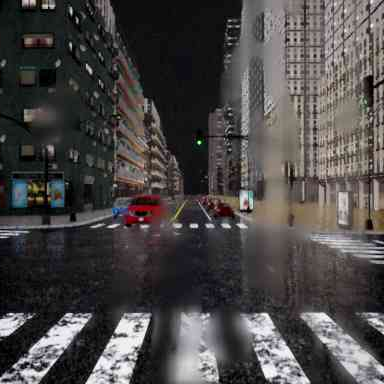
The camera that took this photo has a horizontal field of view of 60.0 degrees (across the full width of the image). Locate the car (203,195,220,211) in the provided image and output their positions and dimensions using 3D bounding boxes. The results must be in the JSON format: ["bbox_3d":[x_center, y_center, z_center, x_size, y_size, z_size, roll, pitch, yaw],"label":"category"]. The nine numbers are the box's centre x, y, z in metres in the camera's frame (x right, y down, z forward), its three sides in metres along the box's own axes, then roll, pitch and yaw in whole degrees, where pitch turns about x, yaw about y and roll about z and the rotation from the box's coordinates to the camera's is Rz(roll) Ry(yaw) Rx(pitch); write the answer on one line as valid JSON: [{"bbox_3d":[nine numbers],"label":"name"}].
[{"bbox_3d":[2.688,1.455,39.834,1.967,1.590,4.097,0,0,0],"label":"car"}]

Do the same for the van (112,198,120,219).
[{"bbox_3d":[-5.689,1.351,28.777,1.690,1.788,3.998,0,0,0],"label":"van"}]

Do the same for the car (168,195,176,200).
[{"bbox_3d":[-5.709,1.639,95.108,1.947,1.339,4.313,0,0,0],"label":"car"}]

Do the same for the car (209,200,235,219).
[{"bbox_3d":[2.690,1.591,28.778,1.802,1.307,4.206,0,0,0],"label":"car"}]

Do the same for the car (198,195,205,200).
[{"bbox_3d":[2.671,1.655,95.110,1.802,1.307,4.206,0,0,0],"label":"car"}]

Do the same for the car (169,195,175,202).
[{"bbox_3d":[-5.703,1.491,78.525,1.967,1.590,4.097,0,0,0],"label":"car"}]

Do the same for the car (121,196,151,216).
[{"bbox_3d":[-5.690,1.327,34.305,2.192,1.841,5.009,0,0,0],"label":"car"}]

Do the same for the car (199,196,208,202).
[{"bbox_3d":[2.676,1.633,78.527,1.802,1.307,4.206,0,0,0],"label":"car"}]

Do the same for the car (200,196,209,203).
[{"bbox_3d":[2.678,1.590,72.999,1.887,1.381,4.507,0,0,0],"label":"car"}]

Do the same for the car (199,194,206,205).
[{"bbox_3d":[2.683,1.467,56.417,1.967,1.590,4.097,0,0,0],"label":"car"}]

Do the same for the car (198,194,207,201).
[{"bbox_3d":[2.676,1.373,84.055,2.192,1.841,5.009,0,0,0],"label":"car"}]

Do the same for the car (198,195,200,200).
[{"bbox_3d":[2.679,1.589,67.472,2.008,1.369,4.403,0,0,0],"label":"car"}]

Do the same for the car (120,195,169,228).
[{"bbox_3d":[-3.005,1.249,22.402,2.150,2.045,5.566,0,0,0],"label":"car"}]
